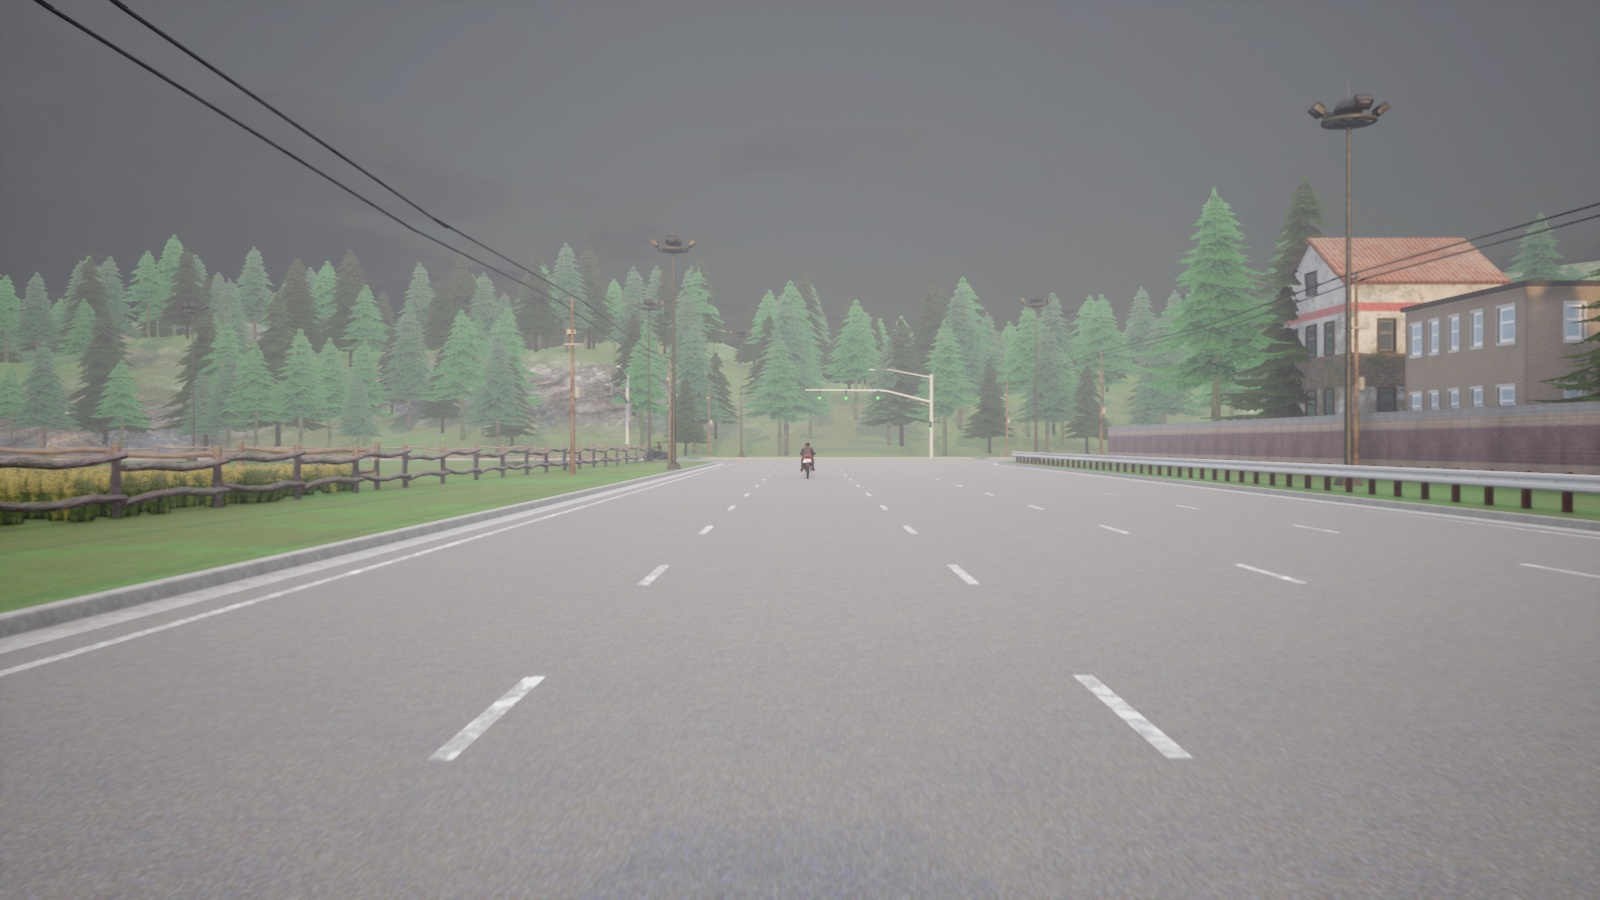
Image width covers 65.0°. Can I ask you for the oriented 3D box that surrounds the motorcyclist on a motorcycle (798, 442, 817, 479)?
[{"bbox_3d":[0.315,0.433,52.439,0.797,1.523,2.044,0,0,0],"label":"motorcyclist on a motorcycle"}]
